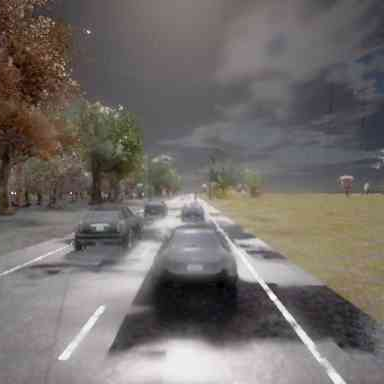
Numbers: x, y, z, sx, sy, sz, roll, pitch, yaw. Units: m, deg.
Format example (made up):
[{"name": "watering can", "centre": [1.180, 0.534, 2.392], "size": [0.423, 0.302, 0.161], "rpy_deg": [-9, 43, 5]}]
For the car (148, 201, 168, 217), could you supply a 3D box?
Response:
[{"name": "car", "centre": [-3.405, 1.569, 32.240], "size": [1.882, 1.535, 5.008], "rpy_deg": [0, 0, 0]}]

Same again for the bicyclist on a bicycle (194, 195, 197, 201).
[{"name": "bicyclist on a bicycle", "centre": [0.962, 1.710, 89.281], "size": [0.582, 1.620, 1.656], "rpy_deg": [0, 0, 0]}]

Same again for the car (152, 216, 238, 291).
[{"name": "car", "centre": [0.075, 1.590, 9.116], "size": [1.994, 1.385, 4.181], "rpy_deg": [0, 0, 0]}]

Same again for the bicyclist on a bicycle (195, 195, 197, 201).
[{"name": "bicyclist on a bicycle", "centre": [0.961, 1.600, 80.277], "size": [0.659, 1.776, 1.843], "rpy_deg": [0, 0, 0]}]

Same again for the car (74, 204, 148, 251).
[{"name": "car", "centre": [-3.409, 1.393, 14.476], "size": [2.097, 1.767, 4.553], "rpy_deg": [0, 0, 0]}]

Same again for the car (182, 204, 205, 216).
[{"name": "car", "centre": [0.092, 1.683, 29.046], "size": [1.895, 1.301, 4.718], "rpy_deg": [0, 0, 0]}]
